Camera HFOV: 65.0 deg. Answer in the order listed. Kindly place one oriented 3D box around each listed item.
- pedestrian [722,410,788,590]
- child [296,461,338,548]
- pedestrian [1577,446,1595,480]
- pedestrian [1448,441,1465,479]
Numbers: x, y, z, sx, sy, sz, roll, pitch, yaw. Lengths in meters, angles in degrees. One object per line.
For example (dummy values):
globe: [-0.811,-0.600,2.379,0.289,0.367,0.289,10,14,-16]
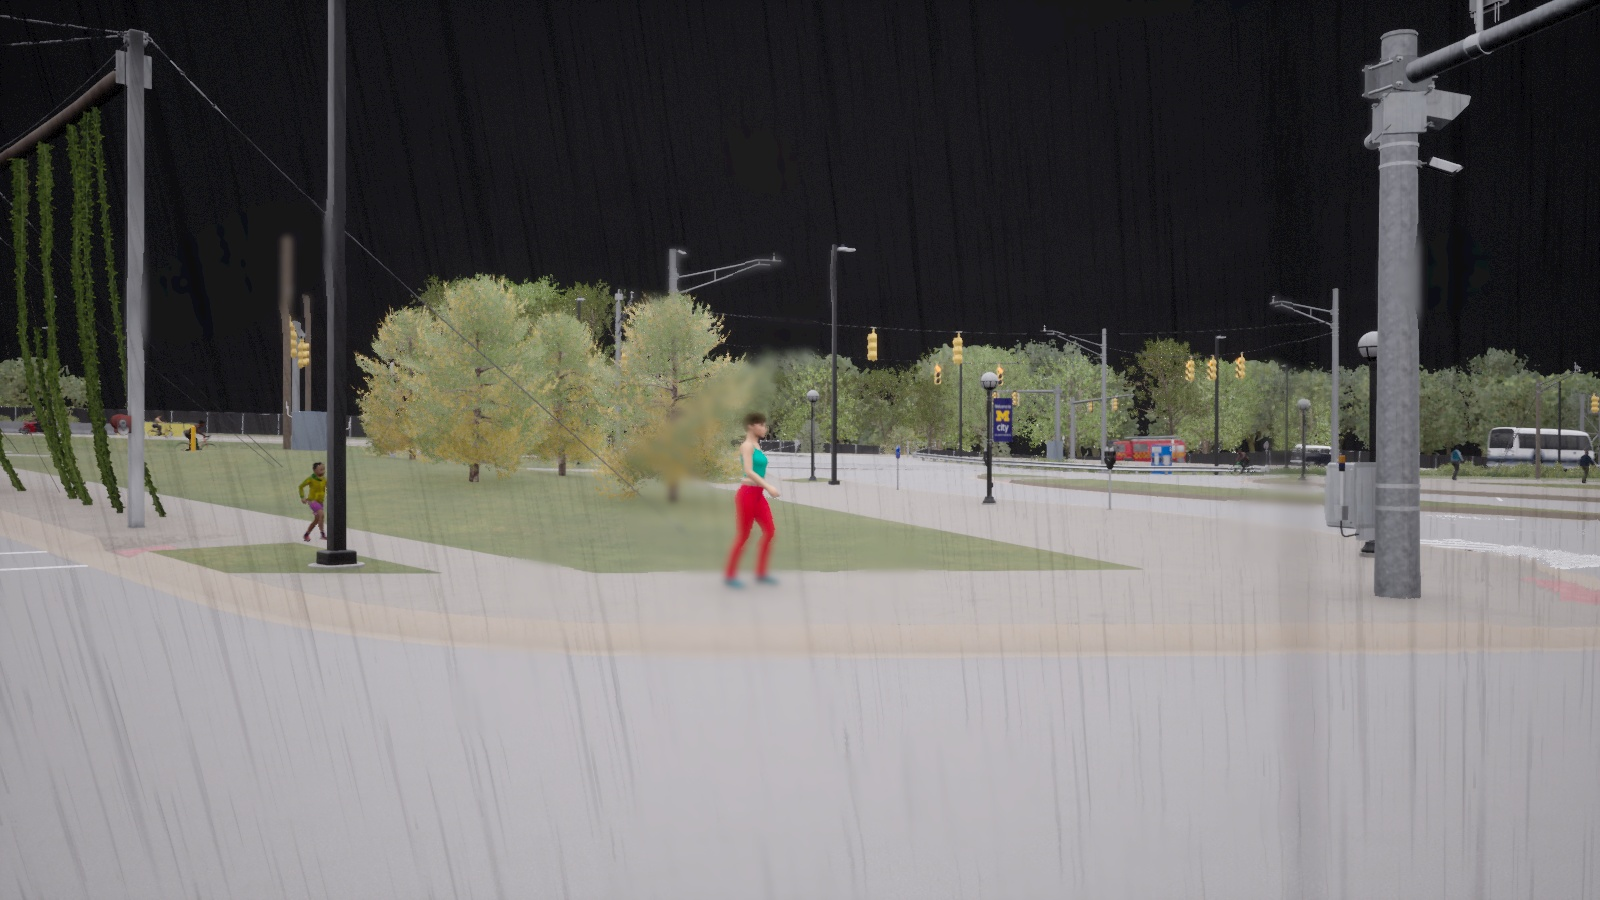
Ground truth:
pedestrian: [-0.467,0.513,13.082,0.594,1.836,0.345,0,0,20]
child: [-6.565,0.733,17.065,0.473,1.160,0.299,0,0,29]
pedestrian: [42.127,0.699,67.303,0.726,1.842,0.402,0,0,-17]
pedestrian: [33.919,0.519,64.892,0.692,1.930,0.396,0,0,-18]
